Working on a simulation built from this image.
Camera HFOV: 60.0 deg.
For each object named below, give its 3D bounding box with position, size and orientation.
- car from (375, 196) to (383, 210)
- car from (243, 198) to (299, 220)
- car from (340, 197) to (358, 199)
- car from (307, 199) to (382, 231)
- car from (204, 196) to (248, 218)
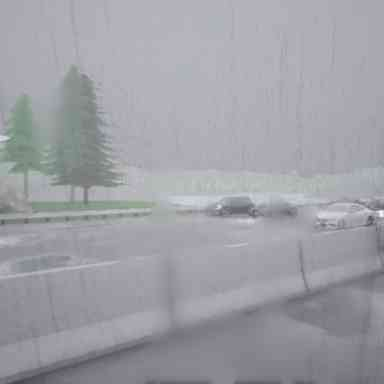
[{"bbox_3d":[20.746,1.129,35.959,4.674,1.442,1.812,-1,0,-35],"label":"car"},{"bbox_3d":[6.366,1.352,25.729,4.181,1.385,1.994,-1,0,-35],"label":"car"},{"bbox_3d":[17.738,1.216,38.119,4.718,1.301,1.895,-1,0,-35],"label":"car"},{"bbox_3d":[8.418,1.340,18.599,4.674,1.442,1.812,-1,0,-35],"label":"car"},{"bbox_3d":[3.165,1.154,27.745,4.553,1.767,2.097,-1,1,-35],"label":"car"}]
